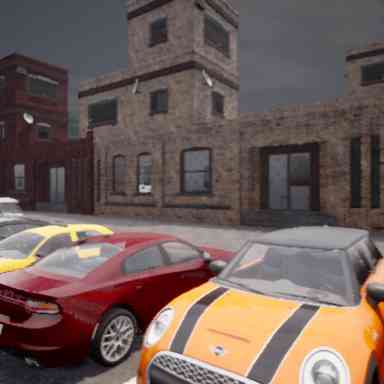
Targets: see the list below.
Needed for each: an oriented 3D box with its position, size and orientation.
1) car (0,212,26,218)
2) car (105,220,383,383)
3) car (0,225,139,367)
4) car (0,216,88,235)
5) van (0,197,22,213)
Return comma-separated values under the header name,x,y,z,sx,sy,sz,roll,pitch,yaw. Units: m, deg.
name,x,y,z,sx,sy,sz,roll,pitch,yaw
car,-5.402,1.471,9.213,2.002,1.452,4.674,0,0,36
car,1.403,1.348,4.394,2.185,1.767,4.553,0,0,36
car,-0.881,1.459,5.978,2.097,1.535,5.008,0,0,36
car,-3.248,1.442,7.446,1.946,1.575,5.366,0,0,36
van,-7.597,1.191,10.920,1.878,1.987,4.442,0,0,36
